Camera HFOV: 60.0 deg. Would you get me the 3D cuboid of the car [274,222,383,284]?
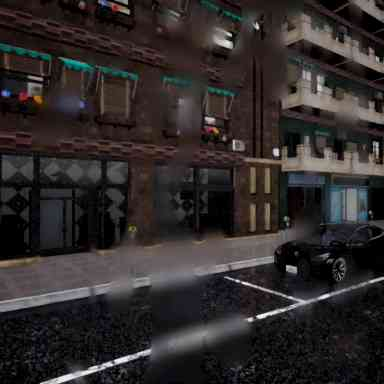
[{"bbox_3d":[4.270,1.566,9.622,4.313,1.339,1.947,0,0,-36],"label":"car"}]
